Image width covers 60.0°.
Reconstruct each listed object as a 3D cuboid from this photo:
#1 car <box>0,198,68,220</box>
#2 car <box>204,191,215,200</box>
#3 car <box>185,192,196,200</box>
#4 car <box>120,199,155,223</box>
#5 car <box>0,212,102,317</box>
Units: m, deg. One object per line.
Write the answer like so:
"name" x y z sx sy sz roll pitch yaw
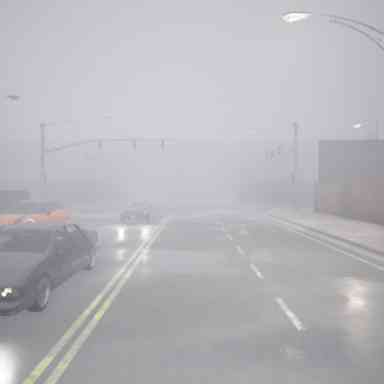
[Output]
"car" -7.118 1.166 14.761 2.097 1.767 4.553 0 1 0
"car" 3.282 0.633 61.554 2.128 1.511 4.902 0 1 0
"car" -0.218 0.699 61.542 2.033 1.411 5.357 0 1 0
"car" -3.583 1.223 22.575 1.812 1.442 4.674 0 1 0
"car" -3.616 1.448 7.764 2.033 1.411 5.357 0 1 0
